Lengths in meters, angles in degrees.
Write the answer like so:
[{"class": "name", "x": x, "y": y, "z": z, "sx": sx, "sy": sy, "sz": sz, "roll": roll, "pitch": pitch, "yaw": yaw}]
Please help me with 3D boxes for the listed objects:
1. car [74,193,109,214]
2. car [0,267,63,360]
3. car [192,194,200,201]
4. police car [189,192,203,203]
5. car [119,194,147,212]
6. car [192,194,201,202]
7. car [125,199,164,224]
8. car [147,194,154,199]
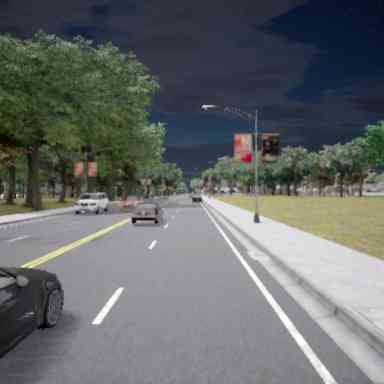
[{"class": "car", "x": -9.853, "y": 1.094, "z": 33.107, "sx": 2.150, "sy": 2.045, "sz": 5.566, "roll": 0, "pitch": 0, "yaw": 0}, {"class": "car", "x": -3.152, "y": 1.510, "z": 3.906, "sx": 1.812, "sy": 1.442, "sz": 4.674, "roll": 0, "pitch": 0, "yaw": 0}, {"class": "car", "x": 0.956, "y": 1.208, "z": 77.220, "sx": 1.801, "sy": 1.575, "sz": 5.366, "roll": 0, "pitch": 0, "yaw": 0}, {"class": "police car", "x": 0.960, "y": 1.216, "z": 61.139, "sx": 1.930, "sy": 1.638, "sz": 5.238, "roll": 0, "pitch": 0, "yaw": 0}, {"class": "car", "x": -6.600, "y": 1.214, "z": 36.395, "sx": 2.097, "sy": 1.767, "sz": 4.553, "roll": 0, "pitch": 0, "yaw": 0}, {"class": "car", "x": 0.958, "y": 1.221, "z": 71.220, "sx": 1.801, "sy": 1.575, "sz": 5.366, "roll": 0, "pitch": 0, "yaw": 0}, {"class": "car", "x": -3.156, "y": 1.454, "z": 24.071, "sx": 2.033, "sy": 1.411, "sz": 5.357, "roll": 0, "pitch": 0, "yaw": 0}, {"class": "car", "x": -9.768, "y": 1.179, "z": 74.730, "sx": 1.994, "sy": 1.385, "sz": 4.181, "roll": 0, "pitch": 0, "yaw": 0}]
